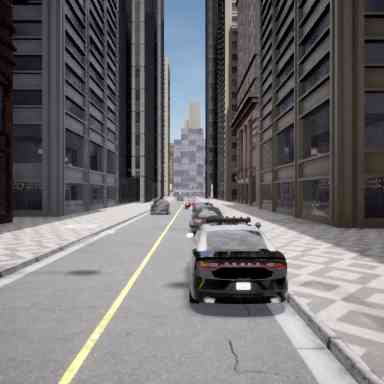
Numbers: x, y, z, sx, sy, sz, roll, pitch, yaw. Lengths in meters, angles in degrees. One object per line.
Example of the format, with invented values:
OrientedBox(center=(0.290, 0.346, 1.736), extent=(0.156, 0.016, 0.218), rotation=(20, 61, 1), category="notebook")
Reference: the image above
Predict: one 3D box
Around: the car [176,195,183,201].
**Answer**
OrientedBox(center=(-3.122, 1.686, 86.488), extent=(1.837, 1.490, 4.892), rotation=(0, 0, 0), category="car")

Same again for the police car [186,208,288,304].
OrientedBox(center=(0.887, 1.427, 8.342), extent=(1.930, 1.638, 5.238), rotation=(0, 0, 0), category="police car")

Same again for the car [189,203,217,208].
OrientedBox(center=(0.873, 1.534, 18.232), extent=(1.812, 1.442, 4.674), rotation=(0, 0, 0), category="car")

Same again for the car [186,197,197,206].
OrientedBox(center=(-0.083, 1.641, 59.010), extent=(1.994, 1.385, 4.181), rotation=(0, 0, 0), category="car")

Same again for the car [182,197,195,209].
OrientedBox(center=(-0.030, 1.646, 45.985), extent=(1.895, 1.301, 4.718), rotation=(0, 0, 0), category="car")

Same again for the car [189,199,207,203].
OrientedBox(center=(0.864, 1.519, 24.232), extent=(1.837, 1.490, 4.892), rotation=(0, 0, 0), category="car")

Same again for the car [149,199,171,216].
OrientedBox(center=(-3.151, 1.530, 33.578), extent=(1.837, 1.490, 4.892), rotation=(0, 0, 0), category="car")
